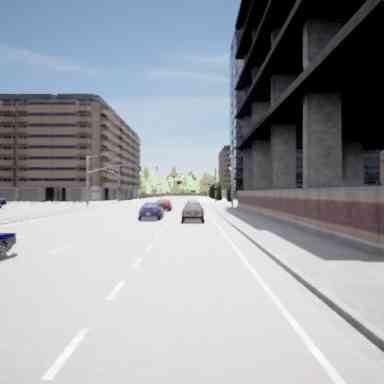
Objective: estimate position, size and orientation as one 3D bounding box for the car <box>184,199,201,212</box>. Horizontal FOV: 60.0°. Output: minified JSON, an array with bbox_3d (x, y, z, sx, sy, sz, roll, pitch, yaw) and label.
[{"bbox_3d":[0.074,1.629,40.062,1.994,1.385,4.181,0,0,0],"label":"car"}]

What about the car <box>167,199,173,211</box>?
[{"bbox_3d":[-3.424,1.591,40.984,1.812,1.442,4.674,0,0,0],"label":"car"}]

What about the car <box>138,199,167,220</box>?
[{"bbox_3d":[-3.417,1.571,28.358,1.812,1.442,4.674,0,0,0],"label":"car"}]

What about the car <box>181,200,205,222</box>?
[{"bbox_3d":[0.082,1.591,26.641,2.033,1.411,5.357,0,0,1],"label":"car"}]

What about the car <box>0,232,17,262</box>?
[{"bbox_3d":[-7.092,1.615,9.477,1.895,1.301,4.718,0,0,0],"label":"car"}]
